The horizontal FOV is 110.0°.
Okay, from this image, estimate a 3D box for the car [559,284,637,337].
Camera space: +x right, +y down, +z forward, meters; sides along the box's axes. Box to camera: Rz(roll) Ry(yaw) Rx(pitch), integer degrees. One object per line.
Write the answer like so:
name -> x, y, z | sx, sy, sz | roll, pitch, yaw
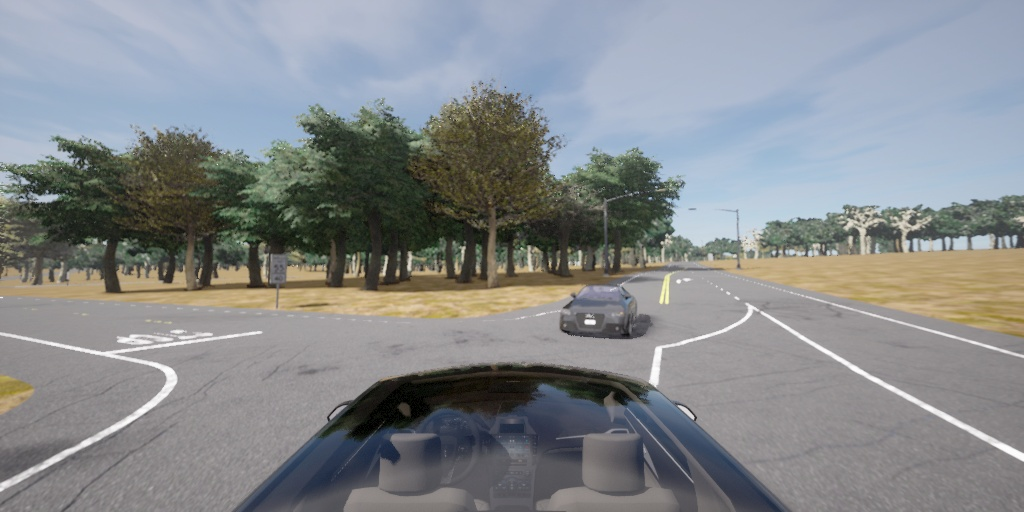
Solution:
car -> 2.938, 1.632, 11.694 | 1.994, 1.385, 4.181 | -1, 0, 23
